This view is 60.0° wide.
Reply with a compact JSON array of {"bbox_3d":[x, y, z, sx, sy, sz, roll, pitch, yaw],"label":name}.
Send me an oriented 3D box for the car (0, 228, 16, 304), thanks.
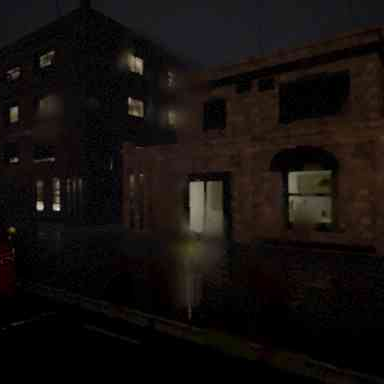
[{"bbox_3d":[-5.644,1.386,6.901,5.009,1.841,2.192,-1,0,35],"label":"car"}]
